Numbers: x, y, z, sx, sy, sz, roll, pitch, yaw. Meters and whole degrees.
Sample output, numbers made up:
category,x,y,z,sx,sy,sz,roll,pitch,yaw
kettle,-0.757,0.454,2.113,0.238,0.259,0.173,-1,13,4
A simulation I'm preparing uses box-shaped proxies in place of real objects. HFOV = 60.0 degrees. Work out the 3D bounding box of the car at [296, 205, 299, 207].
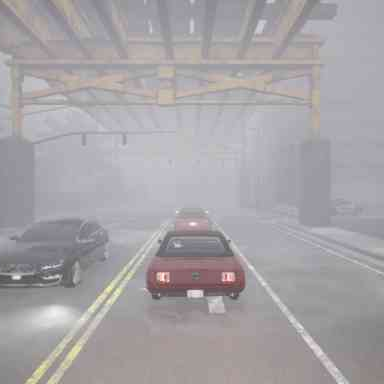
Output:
category,x,y,z,sx,sy,sz,roll,pitch,yaw
car,13.479,1.239,34.633,4.536,1.218,1.853,0,0,25

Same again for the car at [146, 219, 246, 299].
category,x,y,z,sx,sy,sz,roll,pitch,yaw
car,0.059,1.594,8.387,1.895,1.301,4.718,0,0,0

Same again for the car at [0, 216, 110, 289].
category,x,y,z,sx,sy,sz,roll,pitch,yaw
car,-3.625,1.495,9.295,1.837,1.490,4.892,0,0,0

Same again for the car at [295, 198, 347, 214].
category,x,y,z,sx,sy,sz,roll,pitch,yaw
car,13.432,1.396,34.655,4.974,1.542,2.038,0,0,25

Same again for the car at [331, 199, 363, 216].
category,x,y,z,sx,sy,sz,roll,pitch,yaw
car,13.125,1.404,30.494,4.974,1.542,2.038,0,0,-20

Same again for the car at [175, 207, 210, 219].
category,x,y,z,sx,sy,sz,roll,pitch,yaw
car,0.018,1.536,18.347,1.994,1.385,4.181,0,0,-1

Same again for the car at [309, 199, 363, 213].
category,x,y,z,sx,sy,sz,roll,pitch,yaw
car,13.174,1.247,30.512,4.536,1.218,1.853,0,0,-20
